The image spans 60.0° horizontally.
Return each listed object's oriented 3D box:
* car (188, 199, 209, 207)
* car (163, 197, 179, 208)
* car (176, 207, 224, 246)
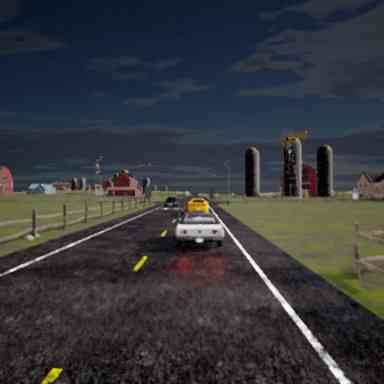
[{"bbox_3d":[0.631,1.394,33.363,1.882,1.535,5.008,0,0,1],"label":"car"},{"bbox_3d":[-2.825,1.420,46.197,1.812,1.442,4.674,0,0,1],"label":"car"},{"bbox_3d":[0.332,1.559,14.984,1.895,1.301,4.718,0,0,1],"label":"car"}]
